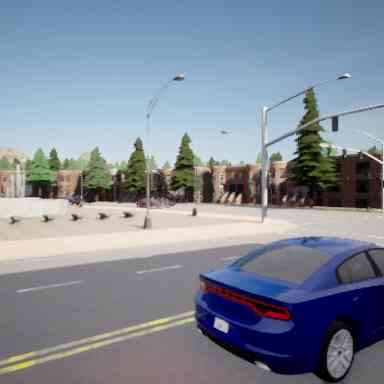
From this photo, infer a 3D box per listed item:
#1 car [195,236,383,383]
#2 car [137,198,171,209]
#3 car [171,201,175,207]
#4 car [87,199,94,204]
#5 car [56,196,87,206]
[{"bbox_3d":[2.387,1.476,5.500,5.008,1.535,1.882,0,0,-35],"label":"car"},{"bbox_3d":[-5.554,1.519,45.368,4.674,1.442,1.812,0,0,40],"label":"car"},{"bbox_3d":[-4.492,1.556,48.943,4.181,1.385,1.994,0,0,38],"label":"car"},{"bbox_3d":[-19.308,1.395,57.036,4.718,1.301,1.895,0,0,16],"label":"car"},{"bbox_3d":[-20.322,1.453,53.685,5.357,1.411,2.033,0,0,16],"label":"car"}]
